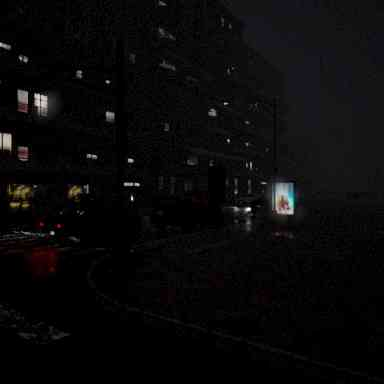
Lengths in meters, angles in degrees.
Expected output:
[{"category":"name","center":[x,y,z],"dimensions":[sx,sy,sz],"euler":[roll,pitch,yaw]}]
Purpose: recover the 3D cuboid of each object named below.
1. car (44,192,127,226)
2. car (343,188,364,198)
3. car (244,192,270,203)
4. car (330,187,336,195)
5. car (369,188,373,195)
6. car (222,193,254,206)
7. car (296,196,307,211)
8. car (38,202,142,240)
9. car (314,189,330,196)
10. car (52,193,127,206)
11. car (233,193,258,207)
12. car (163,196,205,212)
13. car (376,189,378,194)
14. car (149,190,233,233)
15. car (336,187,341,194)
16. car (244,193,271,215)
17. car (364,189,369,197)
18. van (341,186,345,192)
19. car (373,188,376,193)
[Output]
[{"category":"car","center":[-7.032,1.009,22.492],"dimensions":[2.192,1.841,5.009],"euler":[1,2,35]},{"category":"car","center":[28.536,0.308,58.604],"dimensions":[1.887,1.381,4.507],"euler":[1,2,35]},{"category":"car","center":[8.892,0.754,45.199],"dimensions":[1.802,1.307,4.206],"euler":[2,2,35]},{"category":"car","center":[31.189,-0.028,76.978],"dimensions":[1.887,1.381,4.507],"euler":[2,2,35]},{"category":"car","center":[34.907,0.095,67.686],"dimensions":[1.887,1.381,4.507],"euler":[1,2,35]},{"category":"car","center":[5.707,0.828,40.659],"dimensions":[2.008,1.369,4.403],"euler":[2,2,35]},{"category":"car","center":[9.419,0.964,31.359],"dimensions":[1.947,1.339,4.313],"euler":[1,2,35]},{"category":"car","center":[-4.595,1.383,15.798],"dimensions":[1.895,1.301,4.718],"euler":[0,1,36]},{"category":"car","center":[28.004,-0.025,72.434],"dimensions":[1.967,1.590,4.097],"euler":[2,2,35]},{"category":"car","center":[-5.642,1.075,19.996],"dimensions":[2.097,1.767,4.553],"euler":[0,1,35]},{"category":"car","center":[6.568,0.851,37.367],"dimensions":[1.812,1.442,4.674],"euler":[0,1,35]},{"category":"car","center":[-0.663,1.069,31.579],"dimensions":[1.802,1.307,4.206],"euler":[2,2,35]},{"category":"car","center":[44.464,-0.221,81.309],"dimensions":[2.008,1.369,4.403],"euler":[1,2,35]},{"category":"car","center":[-0.137,1.026,17.730],"dimensions":[2.192,1.841,5.009],"euler":[1,2,35]},{"category":"car","center":[34.376,-0.240,81.515],"dimensions":[1.967,1.590,4.097],"euler":[2,2,35]},{"category":"car","center":[6.233,1.069,26.818],"dimensions":[1.947,1.339,4.313],"euler":[1,2,35]},{"category":"car","center":[31.721,0.098,63.142],"dimensions":[1.967,1.590,4.097],"euler":[1,2,35]},{"category":"van","center":[37.561,-0.446,86.052],"dimensions":[1.690,1.788,3.998],"euler":[2,2,35]},{"category":"car","center":[38.093,-0.012,72.227],"dimensions":[1.887,1.381,4.507],"euler":[1,2,35]}]
